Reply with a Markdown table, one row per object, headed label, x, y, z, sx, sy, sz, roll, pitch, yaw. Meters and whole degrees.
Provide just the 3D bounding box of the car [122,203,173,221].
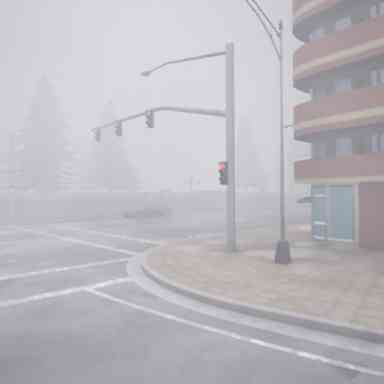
| label | x | y | z | sx | sy | sz | roll | pitch | yaw |
| --- | --- | --- | --- | --- | --- | --- | --- | --- | --- |
| car | -4.013 | 1.810 | 30.699 | 5.008 | 1.535 | 1.882 | 0 | -1 | -42 |
